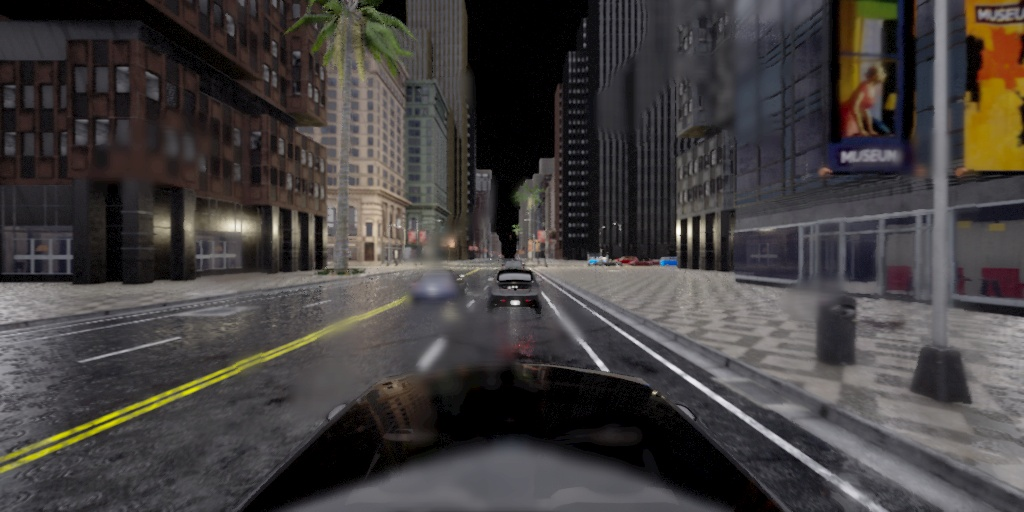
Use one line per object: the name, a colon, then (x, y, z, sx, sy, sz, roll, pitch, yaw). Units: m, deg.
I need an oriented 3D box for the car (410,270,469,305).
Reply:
car: (-3.142, 1.306, 16.203, 1.994, 1.385, 4.181, 0, 0, 0)

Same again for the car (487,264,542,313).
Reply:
car: (0.107, 1.248, 13.924, 1.837, 1.490, 4.892, 0, 0, 0)

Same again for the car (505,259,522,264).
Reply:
car: (0.117, 1.087, 31.646, 2.097, 1.767, 4.553, 0, 0, 0)
